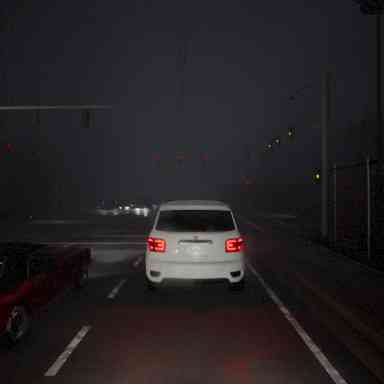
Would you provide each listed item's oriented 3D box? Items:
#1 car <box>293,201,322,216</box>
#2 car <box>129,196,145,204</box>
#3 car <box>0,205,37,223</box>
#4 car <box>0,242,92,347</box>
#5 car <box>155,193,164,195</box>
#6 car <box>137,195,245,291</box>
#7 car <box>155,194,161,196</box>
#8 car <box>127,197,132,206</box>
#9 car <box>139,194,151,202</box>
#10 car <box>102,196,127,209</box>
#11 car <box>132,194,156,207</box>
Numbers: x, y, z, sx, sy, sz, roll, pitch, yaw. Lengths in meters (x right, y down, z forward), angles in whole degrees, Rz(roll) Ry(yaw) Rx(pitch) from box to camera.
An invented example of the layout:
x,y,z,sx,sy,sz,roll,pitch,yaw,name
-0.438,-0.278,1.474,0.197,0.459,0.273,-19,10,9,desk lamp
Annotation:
x,y,z,sx,sy,sz,roll,pitch,yaw,name
12.406,1.581,32.742,4.674,1.442,1.812,0,0,-2,car
-10.473,1.492,63.356,2.128,1.511,4.902,0,0,1,car
-14.560,1.643,25.540,4.718,1.301,1.895,-1,0,0,car
-3.435,1.601,6.249,1.895,1.301,4.718,0,0,1,car
-6.916,1.221,69.028,2.150,2.045,5.566,0,0,0,car
0.083,1.221,9.175,2.150,2.045,5.566,0,0,0,car
-7.005,1.525,58.315,1.812,1.442,4.674,0,0,0,car
-10.525,1.491,53.818,2.128,1.511,4.902,0,0,0,car
-10.411,1.354,73.675,2.097,1.767,4.553,0,0,0,car
-10.540,1.352,44.665,2.097,1.767,4.553,0,0,0,car
-7.027,1.491,49.056,2.128,1.511,4.902,0,0,0,car
